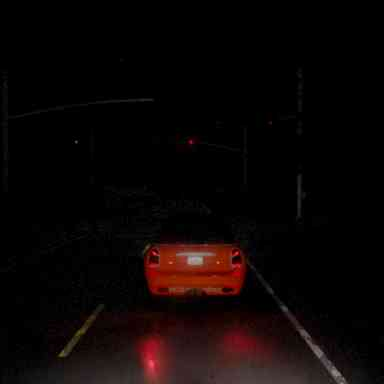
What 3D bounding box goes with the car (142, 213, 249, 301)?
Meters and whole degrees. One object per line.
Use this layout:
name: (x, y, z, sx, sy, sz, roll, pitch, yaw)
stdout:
car: (0.074, 1.297, 8.366, 2.097, 1.767, 4.553, 0, 0, 0)
